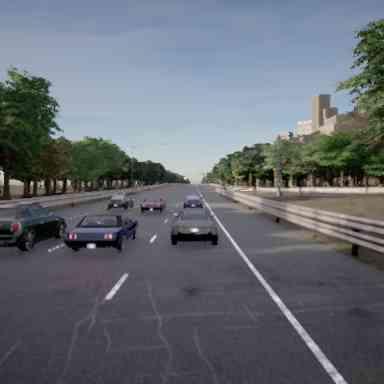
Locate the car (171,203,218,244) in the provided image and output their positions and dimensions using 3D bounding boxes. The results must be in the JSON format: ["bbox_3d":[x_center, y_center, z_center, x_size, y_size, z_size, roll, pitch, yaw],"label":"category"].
[{"bbox_3d":[0.102,1.432,15.087,1.994,1.385,4.181,0,1,0],"label":"car"}]

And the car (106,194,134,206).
[{"bbox_3d":[-6.896,0.944,32.337,1.812,1.442,4.674,0,2,0],"label":"car"}]

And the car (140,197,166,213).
[{"bbox_3d":[-3.394,1.087,30.019,1.895,1.301,4.718,0,2,0],"label":"car"}]

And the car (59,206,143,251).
[{"bbox_3d":[-3.397,1.496,13.461,1.895,1.301,4.718,0,1,0],"label":"car"}]

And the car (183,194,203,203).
[{"bbox_3d":[0.104,0.946,32.256,1.812,1.442,4.674,0,2,0],"label":"car"}]

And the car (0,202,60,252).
[{"bbox_3d":[-6.898,1.245,13.603,2.097,1.767,4.553,0,1,0],"label":"car"}]
